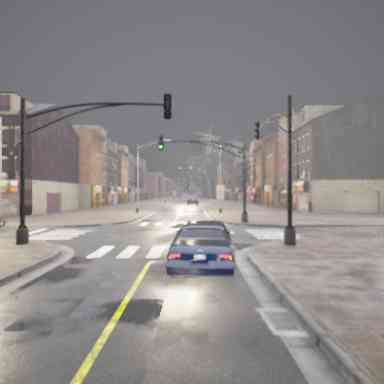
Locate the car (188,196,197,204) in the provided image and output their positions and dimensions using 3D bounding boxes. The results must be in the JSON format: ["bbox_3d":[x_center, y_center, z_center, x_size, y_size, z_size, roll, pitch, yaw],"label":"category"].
[{"bbox_3d":[0.011,1.751,71.909,1.882,1.535,5.008,0,0,0],"label":"car"}]

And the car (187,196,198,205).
[{"bbox_3d":[0.110,1.583,62.250,2.097,1.767,4.553,0,0,0],"label":"car"}]

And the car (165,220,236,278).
[{"bbox_3d":[0.354,1.580,10.295,2.033,1.411,5.357,0,0,4],"label":"car"}]

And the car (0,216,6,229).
[{"bbox_3d":[-13.542,1.627,19.657,4.674,1.442,1.812,0,0,0],"label":"car"}]
